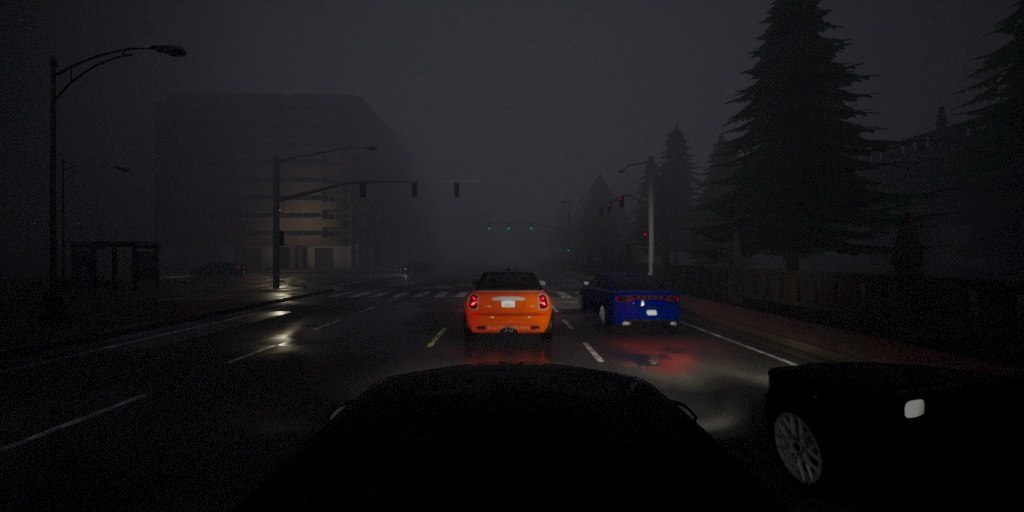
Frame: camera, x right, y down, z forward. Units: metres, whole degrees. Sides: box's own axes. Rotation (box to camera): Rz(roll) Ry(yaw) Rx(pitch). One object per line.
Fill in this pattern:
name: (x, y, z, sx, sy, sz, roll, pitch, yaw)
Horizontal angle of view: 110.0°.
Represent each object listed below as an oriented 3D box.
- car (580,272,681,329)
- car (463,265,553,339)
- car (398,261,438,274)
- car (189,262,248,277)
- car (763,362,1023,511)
car: (3.416, 1.228, 11.265, 1.882, 1.535, 5.008, 0, 0, 0)
car: (-0.083, 1.101, 10.180, 2.097, 1.767, 4.553, 0, 0, 0)
car: (-10.860, 1.302, 41.661, 1.837, 1.490, 4.892, 3, 2, 37)
car: (-29.120, 1.310, 35.615, 4.892, 1.490, 1.837, 0, 0, -1)
car: (3.288, 1.228, 1.438, 1.882, 1.535, 5.008, 0, 0, 3)
